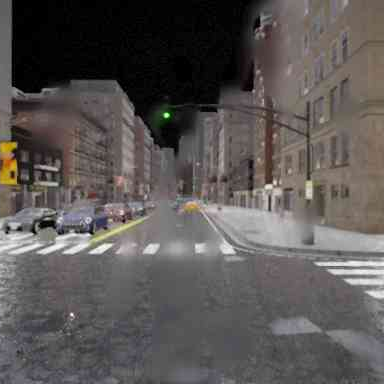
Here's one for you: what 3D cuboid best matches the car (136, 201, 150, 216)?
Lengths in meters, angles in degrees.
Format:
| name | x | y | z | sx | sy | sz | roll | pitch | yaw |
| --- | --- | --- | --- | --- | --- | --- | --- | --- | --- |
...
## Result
| name | x | y | z | sx | sy | sz | roll | pitch | yaw |
| --- | --- | --- | --- | --- | --- | --- | --- | --- | --- |
| car | -6.610 | 1.916 | 39.630 | 2.097 | 1.767 | 4.553 | 0 | -1 | 0 |

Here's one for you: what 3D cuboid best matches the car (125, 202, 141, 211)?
| name | x | y | z | sx | sy | sz | roll | pitch | yaw |
| --- | --- | --- | --- | --- | --- | --- | --- | --- | --- |
| car | -9.787 | 2.366 | 55.846 | 1.812 | 1.442 | 4.674 | 0 | -1 | 0 |

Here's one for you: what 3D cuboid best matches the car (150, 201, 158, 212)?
| name | x | y | z | sx | sy | sz | roll | pitch | yaw |
| --- | --- | --- | --- | --- | --- | --- | --- | --- | --- |
| car | -6.575 | 2.123 | 51.718 | 2.097 | 1.767 | 4.553 | 0 | -1 | 0 |

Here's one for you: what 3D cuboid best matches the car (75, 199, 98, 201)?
| name | x | y | z | sx | sy | sz | roll | pitch | yaw |
| --- | --- | --- | --- | --- | --- | --- | --- | --- | --- |
| car | -9.852 | 1.634 | 30.722 | 2.150 | 2.045 | 5.566 | 0 | -1 | 0 |

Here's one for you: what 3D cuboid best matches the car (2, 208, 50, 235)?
| name | x | y | z | sx | sy | sz | roll | pitch | yaw |
| --- | --- | --- | --- | --- | --- | --- | --- | --- | --- |
| car | -9.854 | 1.747 | 20.864 | 2.128 | 1.511 | 4.902 | 0 | -1 | 0 |

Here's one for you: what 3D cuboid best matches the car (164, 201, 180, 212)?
| name | x | y | z | sx | sy | sz | roll | pitch | yaw |
| --- | --- | --- | --- | --- | --- | --- | --- | --- | --- |
| car | -3.278 | 2.335 | 51.435 | 1.994 | 1.385 | 4.181 | 0 | -1 | 0 |

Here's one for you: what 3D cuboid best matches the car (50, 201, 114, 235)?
| name | x | y | z | sx | sy | sz | roll | pitch | yaw |
| --- | --- | --- | --- | --- | --- | --- | --- | --- | --- |
| car | -6.603 | 1.607 | 20.533 | 2.097 | 1.767 | 4.553 | 0 | -1 | 0 |

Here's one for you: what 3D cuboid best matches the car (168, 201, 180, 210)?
| name | x | y | z | sx | sy | sz | roll | pitch | yaw |
| --- | --- | --- | --- | --- | --- | --- | --- | --- | --- |
| car | -3.284 | 2.472 | 61.471 | 1.812 | 1.442 | 4.674 | 0 | -1 | 0 |

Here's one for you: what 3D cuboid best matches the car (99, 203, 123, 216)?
| name | x | y | z | sx | sy | sz | roll | pitch | yaw |
| --- | --- | --- | --- | --- | --- | --- | --- | --- | --- |
| car | -9.867 | 2.105 | 40.791 | 1.812 | 1.442 | 4.674 | 0 | -1 | 0 |

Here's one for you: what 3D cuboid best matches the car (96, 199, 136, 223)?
| name | x | y | z | sx | sy | sz | roll | pitch | yaw |
| --- | --- | --- | --- | --- | --- | --- | --- | --- | --- |
| car | -6.606 | 1.749 | 29.467 | 2.097 | 1.767 | 4.553 | 0 | -1 | 0 |

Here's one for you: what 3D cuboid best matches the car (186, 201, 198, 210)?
| name | x | y | z | sx | sy | sz | roll | pitch | yaw |
| --- | --- | --- | --- | --- | --- | --- | --- | --- | --- |
| car | -0.034 | 2.441 | 61.472 | 2.128 | 1.511 | 4.902 | 0 | -1 | 0 |

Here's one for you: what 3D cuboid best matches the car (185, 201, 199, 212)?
| name | x | y | z | sx | sy | sz | roll | pitch | yaw |
| --- | --- | --- | --- | --- | --- | --- | --- | --- | --- |
| car | -0.028 | 2.246 | 51.056 | 1.882 | 1.535 | 5.008 | 0 | -1 | 0 |
